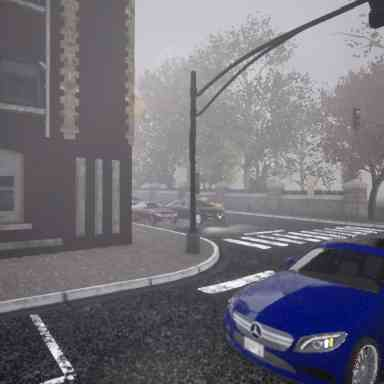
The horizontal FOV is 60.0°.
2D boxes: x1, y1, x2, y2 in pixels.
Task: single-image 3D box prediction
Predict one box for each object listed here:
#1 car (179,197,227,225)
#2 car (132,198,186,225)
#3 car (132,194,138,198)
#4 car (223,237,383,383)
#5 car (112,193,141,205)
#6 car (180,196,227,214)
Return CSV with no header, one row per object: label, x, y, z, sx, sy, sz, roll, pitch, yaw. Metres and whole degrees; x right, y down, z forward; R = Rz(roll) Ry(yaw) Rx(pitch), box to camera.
car,0.164,1.208,21.687,1.837,1.490,4.892,0,1,-39
car,-2.503,1.257,21.022,1.802,1.307,4.206,2,0,-36
car,-5.688,1.029,29.833,1.837,1.490,4.892,0,1,-36
car,2.618,1.509,5.202,4.674,1.442,1.812,-1,1,-35
car,-8.681,0.864,43.876,2.008,1.369,4.403,1,0,-36
car,0.950,1.130,30.551,1.752,1.417,4.829,1,0,-36
